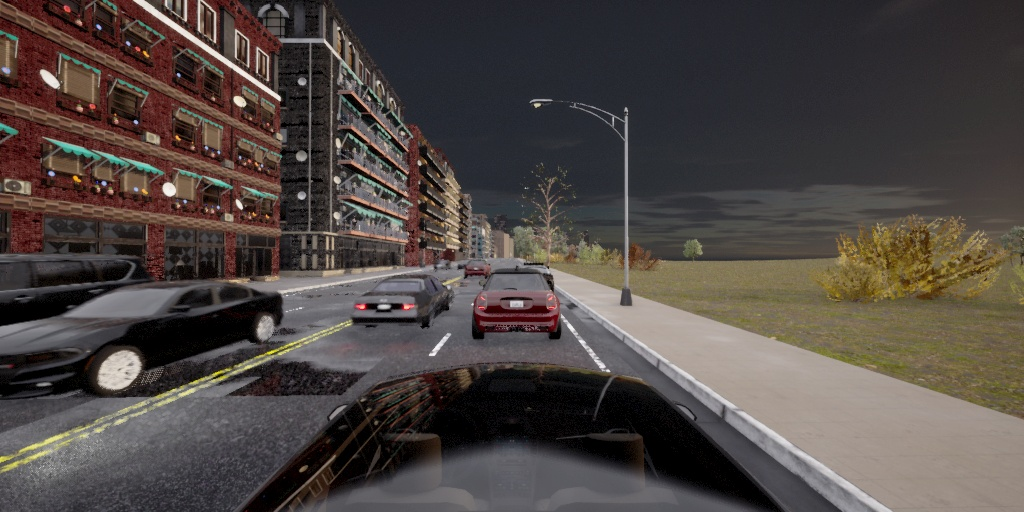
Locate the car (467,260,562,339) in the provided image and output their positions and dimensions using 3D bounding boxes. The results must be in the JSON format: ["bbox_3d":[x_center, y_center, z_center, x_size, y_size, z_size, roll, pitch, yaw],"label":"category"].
[{"bbox_3d":[0.113,1.103,10.194,2.097,1.767,4.553,0,0,0],"label":"car"}]

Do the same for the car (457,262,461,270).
[{"bbox_3d":[-6.494,1.255,50.161,1.837,1.490,4.892,0,0,0],"label":"car"}]

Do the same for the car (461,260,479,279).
[{"bbox_3d":[-3.081,1.103,33.165,2.097,1.767,4.553,0,0,1],"label":"car"}]

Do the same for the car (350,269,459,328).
[{"bbox_3d":[-3.131,1.298,11.305,2.033,1.411,5.357,0,0,0],"label":"car"}]

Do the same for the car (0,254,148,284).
[{"bbox_3d":[-9.841,0.972,6.575,2.150,2.045,5.566,0,0,0],"label":"car"}]

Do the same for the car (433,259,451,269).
[{"bbox_3d":[-9.743,1.242,50.399,2.128,1.511,4.902,0,0,0],"label":"car"}]

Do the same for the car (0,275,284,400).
[{"bbox_3d":[-6.591,1.228,6.806,1.882,1.535,5.008,0,0,0],"label":"car"}]

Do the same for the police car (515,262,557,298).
[{"bbox_3d":[1.174,1.177,19.689,1.930,1.638,5.238,0,0,0],"label":"police car"}]
